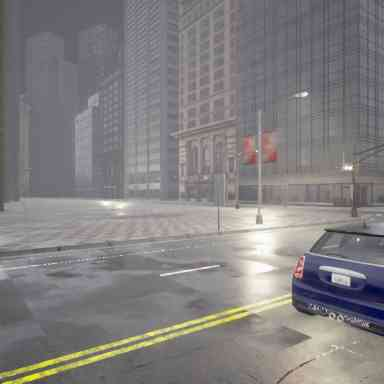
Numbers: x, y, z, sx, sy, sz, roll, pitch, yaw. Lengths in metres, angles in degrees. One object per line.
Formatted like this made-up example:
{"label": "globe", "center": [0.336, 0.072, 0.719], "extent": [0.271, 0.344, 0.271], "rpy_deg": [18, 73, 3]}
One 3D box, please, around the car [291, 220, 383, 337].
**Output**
{"label": "car", "center": [3.992, 1.352, 6.303], "extent": [4.553, 1.767, 2.097], "rpy_deg": [0, 0, -36]}
